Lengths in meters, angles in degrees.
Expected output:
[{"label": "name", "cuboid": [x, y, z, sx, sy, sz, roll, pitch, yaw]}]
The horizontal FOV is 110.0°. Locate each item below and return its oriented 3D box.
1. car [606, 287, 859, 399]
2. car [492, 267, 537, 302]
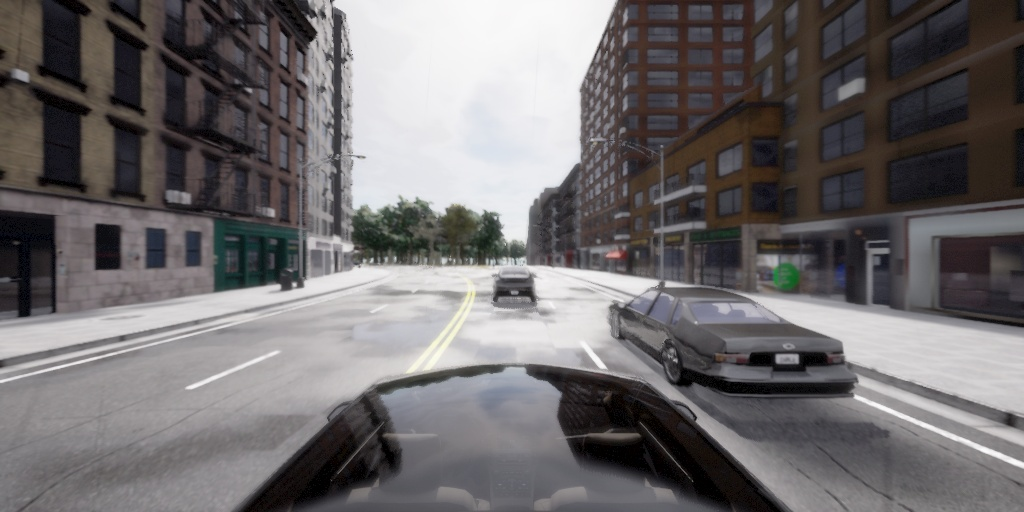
[{"label": "car", "cuboid": [3.350, 1.301, 6.868, 2.033, 1.411, 5.357, 0, 0, 0]}, {"label": "car", "cuboid": [0.111, 1.264, 17.184, 1.837, 1.490, 4.892, 0, 0, 0]}]
